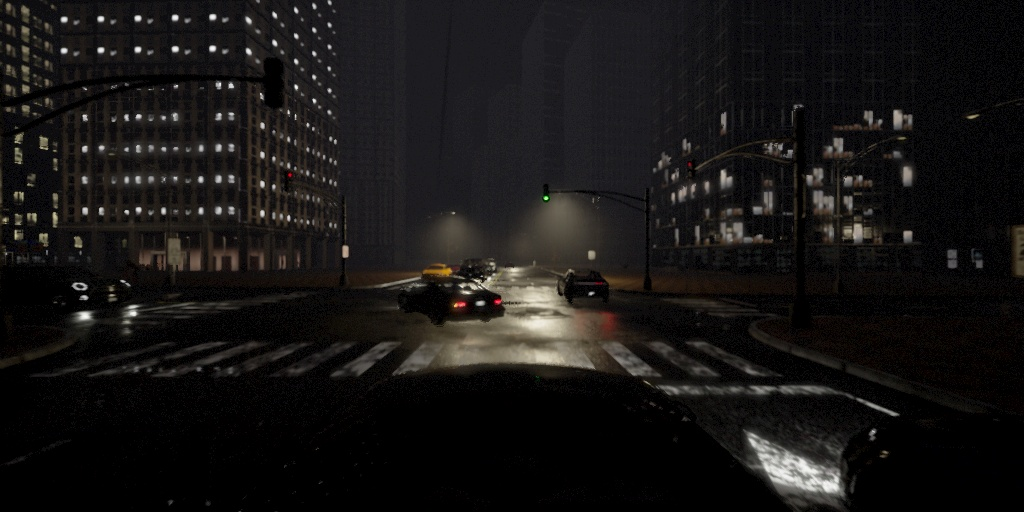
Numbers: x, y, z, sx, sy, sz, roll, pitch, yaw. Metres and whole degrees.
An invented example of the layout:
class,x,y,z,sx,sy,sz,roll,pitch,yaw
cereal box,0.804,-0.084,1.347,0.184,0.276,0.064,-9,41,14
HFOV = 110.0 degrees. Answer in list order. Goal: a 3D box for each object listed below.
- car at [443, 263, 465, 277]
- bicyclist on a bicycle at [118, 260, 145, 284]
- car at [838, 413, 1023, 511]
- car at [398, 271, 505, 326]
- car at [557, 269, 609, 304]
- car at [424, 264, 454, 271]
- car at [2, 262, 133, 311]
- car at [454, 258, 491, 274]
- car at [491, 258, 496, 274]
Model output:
class,x,y,z,sx,sy,sz,roll,pitch,yaw
car,-6.593,1.588,41.196,1.812,1.442,4.674,0,0,0
bicyclist on a bicycle,-24.703,1.069,23.266,0.582,1.620,1.656,0,0,1
car,3.350,1.307,0.834,1.994,1.385,4.181,0,0,0
car,-2.286,1.400,12.223,2.033,1.411,5.357,1,-1,-34
car,3.357,1.384,17.577,2.128,1.511,4.902,0,0,0
car,-6.595,1.472,31.786,1.882,1.535,5.008,0,0,0
car,-18.212,1.143,14.388,4.553,1.767,2.097,0,0,1
car,-3.346,1.214,31.468,2.150,2.045,5.566,0,0,0
car,-3.344,1.416,41.420,2.097,1.767,4.553,0,0,0
